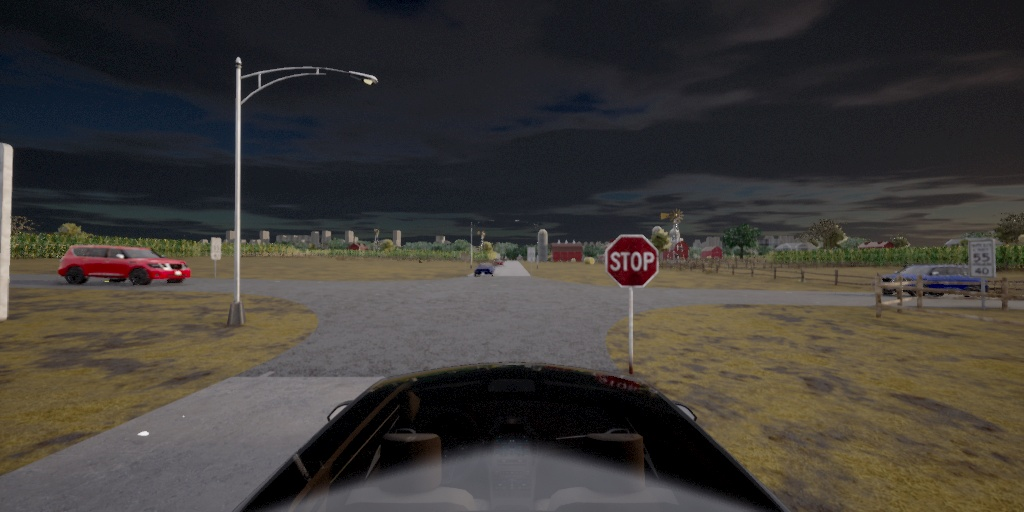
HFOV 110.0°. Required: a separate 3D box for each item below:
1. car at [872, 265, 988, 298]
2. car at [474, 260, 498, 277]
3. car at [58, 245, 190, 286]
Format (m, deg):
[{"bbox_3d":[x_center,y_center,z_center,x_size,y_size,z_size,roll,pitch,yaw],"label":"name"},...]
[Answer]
[{"bbox_3d":[26.341,1.564,22.701,5.566,2.045,2.150,1,-1,0],"label":"car"},{"bbox_3d":[-2.704,1.380,35.929,1.895,1.301,4.718,0,0,1],"label":"car"},{"bbox_3d":[-20.671,0.499,19.254,5.566,2.045,2.150,1,-1,0],"label":"car"}]
